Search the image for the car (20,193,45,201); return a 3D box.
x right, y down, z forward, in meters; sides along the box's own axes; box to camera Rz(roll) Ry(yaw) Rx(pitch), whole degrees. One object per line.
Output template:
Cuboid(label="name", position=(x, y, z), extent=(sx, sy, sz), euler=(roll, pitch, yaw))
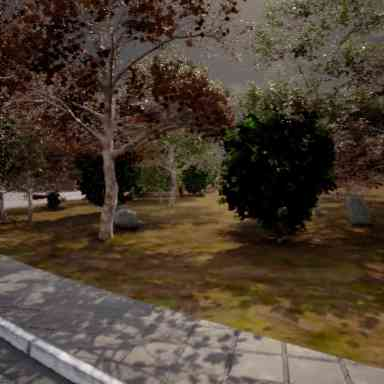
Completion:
Cuboid(label="car", position=(-28.199, 0.830, 58.889), extent=(1.895, 1.301, 4.718), euler=(-1, 2, 10))
